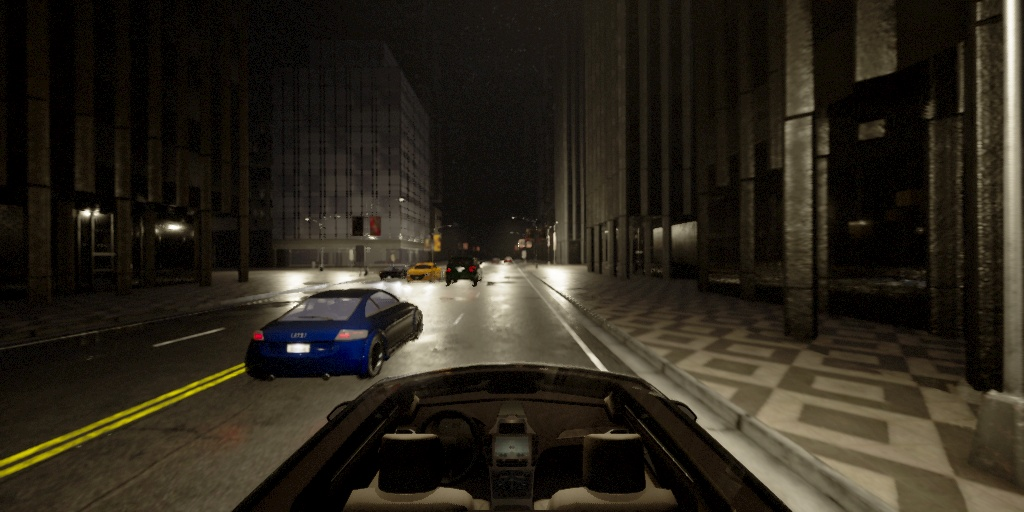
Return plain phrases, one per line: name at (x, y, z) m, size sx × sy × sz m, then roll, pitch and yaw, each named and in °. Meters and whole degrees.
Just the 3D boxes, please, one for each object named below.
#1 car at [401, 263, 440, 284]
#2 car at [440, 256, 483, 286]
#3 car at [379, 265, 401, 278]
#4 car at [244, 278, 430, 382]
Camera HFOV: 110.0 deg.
car at (-6.856, 1.299, 28.271) m, size 1.882 × 1.535 × 5.008 m, roll 0°, pitch 0°, yaw 0°
car at (-3.392, 1.019, 25.837) m, size 2.150 × 2.045 × 5.566 m, roll 0°, pitch 0°, yaw -1°
car at (-10.133, 1.445, 31.757) m, size 1.895 × 1.301 × 4.718 m, roll 0°, pitch 0°, yaw 0°
car at (-3.191, 1.342, 7.326) m, size 1.994 × 1.385 × 4.181 m, roll 0°, pitch 0°, yaw -1°
